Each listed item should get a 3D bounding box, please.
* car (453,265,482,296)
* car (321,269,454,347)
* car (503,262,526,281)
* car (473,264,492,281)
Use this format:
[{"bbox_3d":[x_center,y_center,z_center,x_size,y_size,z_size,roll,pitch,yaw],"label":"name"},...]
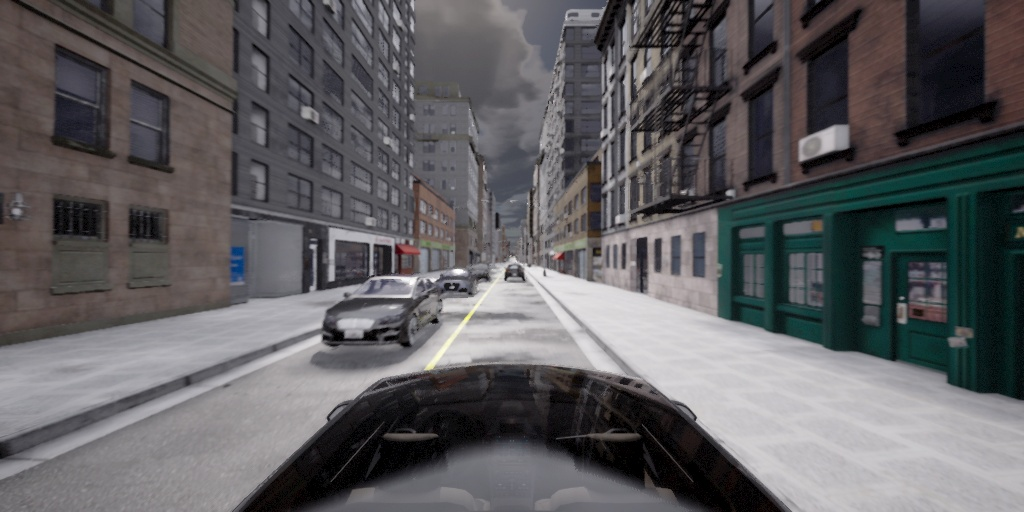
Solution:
[{"bbox_3d":[-3.007,1.400,19.972,1.994,1.385,4.181,0,0,0],"label":"car"},{"bbox_3d":[-3.070,1.268,9.441,2.128,1.511,4.902,0,0,0],"label":"car"},{"bbox_3d":[0.246,1.467,33.226,1.812,1.442,4.674,0,-1,0],"label":"car"},{"bbox_3d":[-2.860,1.434,32.314,1.837,1.490,4.892,0,-1,0],"label":"car"}]
